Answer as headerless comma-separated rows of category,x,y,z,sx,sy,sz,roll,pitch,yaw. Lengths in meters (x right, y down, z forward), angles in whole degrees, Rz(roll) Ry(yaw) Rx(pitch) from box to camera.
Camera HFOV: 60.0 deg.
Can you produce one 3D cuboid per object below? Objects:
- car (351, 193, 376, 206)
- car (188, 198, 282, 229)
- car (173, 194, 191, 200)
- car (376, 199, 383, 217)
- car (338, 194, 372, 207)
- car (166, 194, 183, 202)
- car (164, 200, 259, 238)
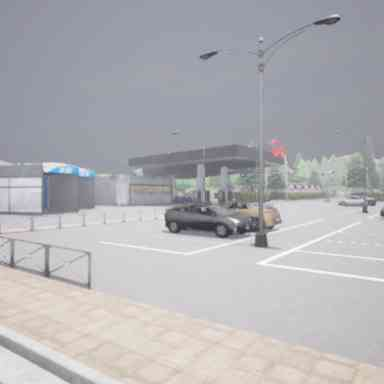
car,25.114,1.073,49.115,3.866,1.878,1.905,0,0,36
car,2.518,1.328,19.079,5.027,1.636,2.152,0,0,36
car,-2.035,1.468,69.590,2.242,1.667,4.611,0,0,36
car,15.698,1.318,24.129,3.633,1.501,1.845,0,0,36
car,22.661,1.357,46.788,3.806,1.475,1.970,0,0,36
car,-4.054,1.299,76.430,1.905,1.878,3.866,0,0,36
car,0.712,1.337,16.513,4.514,1.523,2.007,0,0,36
